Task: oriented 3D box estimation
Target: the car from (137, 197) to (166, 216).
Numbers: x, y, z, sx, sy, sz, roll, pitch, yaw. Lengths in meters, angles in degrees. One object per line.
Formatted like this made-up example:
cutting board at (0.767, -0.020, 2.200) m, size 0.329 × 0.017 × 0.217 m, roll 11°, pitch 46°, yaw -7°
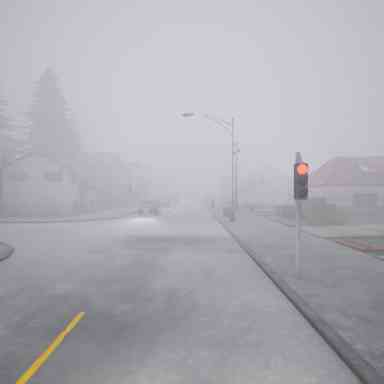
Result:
car at (-4.065, 1.491, 32.133) m, size 2.128 × 1.511 × 4.902 m, roll 0°, pitch 0°, yaw 0°

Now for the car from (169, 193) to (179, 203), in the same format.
car at (-3.927, 1.225, 68.860) m, size 2.150 × 2.045 × 5.566 m, roll 0°, pitch 0°, yaw 0°

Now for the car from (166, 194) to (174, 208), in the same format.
car at (-4.044, 1.504, 47.557) m, size 1.837 × 1.490 × 4.892 m, roll 0°, pitch 0°, yaw 0°
